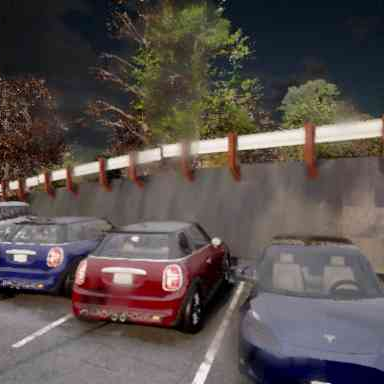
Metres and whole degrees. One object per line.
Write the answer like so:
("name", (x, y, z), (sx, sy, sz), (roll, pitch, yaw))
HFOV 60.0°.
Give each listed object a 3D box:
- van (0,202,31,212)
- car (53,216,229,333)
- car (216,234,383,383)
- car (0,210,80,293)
("van", (-7.850, 1.373, 12.593), (1.878, 1.987, 4.442), (0, -1, 15))
("car", (-0.502, 1.397, 7.193), (2.185, 1.767, 4.553), (0, -1, 15))
("car", (1.960, 1.527, 5.436), (2.163, 1.488, 4.792), (0, -1, 16))
("car", (-2.975, 1.422, 8.942), (2.185, 1.767, 4.553), (0, -1, 16))
